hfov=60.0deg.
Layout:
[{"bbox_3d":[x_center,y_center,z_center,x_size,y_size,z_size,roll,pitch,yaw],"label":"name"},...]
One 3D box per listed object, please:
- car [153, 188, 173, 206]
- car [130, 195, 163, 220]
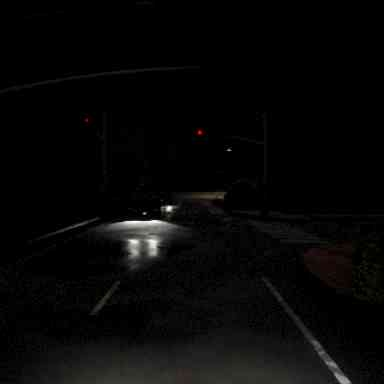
[{"bbox_3d":[-3.496,0.566,41.154,2.150,2.045,5.566,0,1,0],"label":"car"},{"bbox_3d":[-3.306,1.185,23.735,1.994,1.385,4.181,0,1,-6],"label":"car"}]
